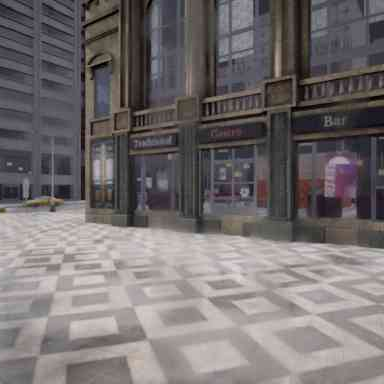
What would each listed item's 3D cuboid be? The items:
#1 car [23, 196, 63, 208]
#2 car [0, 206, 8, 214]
[{"bbox_3d":[-18.577,1.143,41.619,1.752,1.417,4.829,1,2,36],"label":"car"},{"bbox_3d":[-18.097,1.341,27.718,1.752,1.417,4.829,1,2,36],"label":"car"}]
